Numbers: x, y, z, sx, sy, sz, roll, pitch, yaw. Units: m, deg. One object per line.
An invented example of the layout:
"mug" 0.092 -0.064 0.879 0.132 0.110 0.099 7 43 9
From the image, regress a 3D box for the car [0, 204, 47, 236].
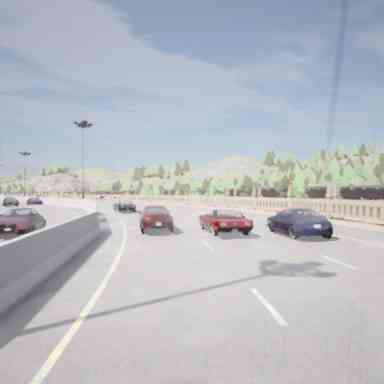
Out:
"car" -9.133 1.585 17.698 1.994 1.385 4.181 0 0 -12

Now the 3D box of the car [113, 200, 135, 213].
"car" -7.724 1.600 37.565 1.895 1.301 4.718 0 0 -22

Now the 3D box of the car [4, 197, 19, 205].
"car" -29.398 1.594 54.100 1.812 1.442 4.674 0 0 -36

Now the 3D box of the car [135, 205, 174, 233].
"car" -2.192 1.518 19.653 1.812 1.442 4.674 0 0 -11

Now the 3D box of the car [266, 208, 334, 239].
"car" 5.382 1.529 17.107 1.994 1.385 4.181 0 0 -9

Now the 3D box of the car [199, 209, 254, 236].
"car" 1.678 1.579 18.213 1.895 1.301 4.718 0 0 -11

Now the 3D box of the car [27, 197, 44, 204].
"car" -26.601 1.604 56.251 2.033 1.411 5.357 0 0 -36
